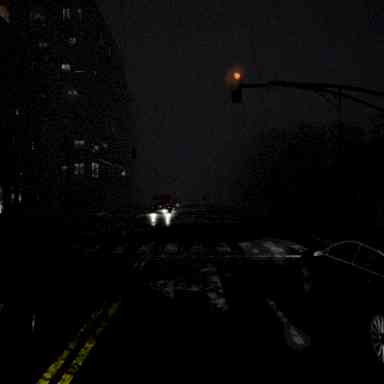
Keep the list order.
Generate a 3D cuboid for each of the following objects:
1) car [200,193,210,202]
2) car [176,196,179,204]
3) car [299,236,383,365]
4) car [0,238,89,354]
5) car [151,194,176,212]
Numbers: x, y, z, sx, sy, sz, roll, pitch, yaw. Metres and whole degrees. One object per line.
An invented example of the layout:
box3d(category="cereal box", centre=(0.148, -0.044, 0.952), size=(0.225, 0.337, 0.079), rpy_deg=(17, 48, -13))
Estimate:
box3d(category="car", centre=(3.123, 1.257, 78.186), size=(2.150, 2.045, 5.566), rpy_deg=(0, 0, 0))
box3d(category="car", centre=(-3.427, 1.500, 49.753), size=(2.128, 1.511, 4.902), rpy_deg=(0, 0, 0))
box3d(category="car", centre=(3.341, 1.491, 5.654), size=(2.128, 1.511, 4.902), rpy_deg=(0, 0, 0))
box3d(category="car", centre=(-3.361, 1.564, 5.996), size=(1.994, 1.385, 4.181), rpy_deg=(0, 0, 0))
box3d(category="car", centre=(-3.412, 1.227, 38.529), size=(2.150, 2.045, 5.566), rpy_deg=(0, 0, 0))
